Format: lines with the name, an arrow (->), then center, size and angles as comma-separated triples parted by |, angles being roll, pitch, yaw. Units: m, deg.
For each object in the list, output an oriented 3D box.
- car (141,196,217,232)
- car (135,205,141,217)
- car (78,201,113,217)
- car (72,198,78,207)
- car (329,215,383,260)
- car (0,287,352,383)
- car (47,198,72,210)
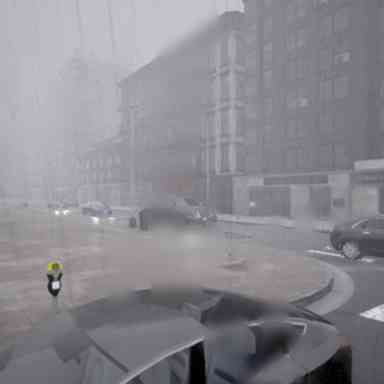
car -> -0.817, 1.252, 20.994 | 2.150, 2.045, 5.566 | 0, 0, -36
car -> -3.408, 1.547, 29.679 | 1.837, 1.490, 4.892 | 0, 0, -36
car -> -9.499, 1.598, 33.121 | 1.812, 1.442, 4.674 | 0, 1, -35
car -> -19.037, 1.613, 51.478 | 2.128, 1.511, 4.902 | 0, 0, -36
car -> 6.798, 1.502, 10.374 | 1.837, 1.490, 4.892 | 0, -1, -36
car -> -0.545, 1.565, 2.425 | 4.313, 1.339, 1.947 | 0, 0, -36
car -> -18.907, 1.652, 46.405 | 2.128, 1.511, 4.902 | 0, 0, -36
